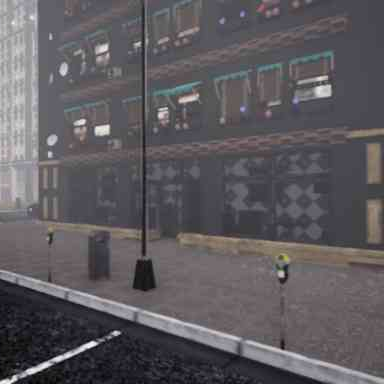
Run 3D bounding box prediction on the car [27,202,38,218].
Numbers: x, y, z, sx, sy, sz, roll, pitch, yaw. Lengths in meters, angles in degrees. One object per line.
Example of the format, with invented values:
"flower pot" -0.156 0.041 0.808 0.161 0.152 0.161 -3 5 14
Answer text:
"car" -9.964 1.232 24.702 1.947 1.339 4.313 1 2 35
